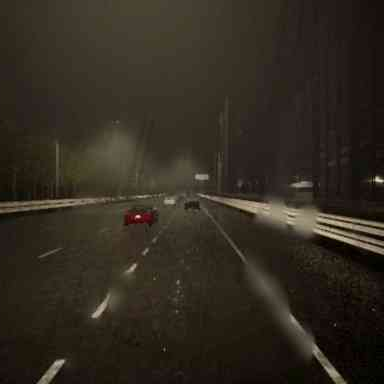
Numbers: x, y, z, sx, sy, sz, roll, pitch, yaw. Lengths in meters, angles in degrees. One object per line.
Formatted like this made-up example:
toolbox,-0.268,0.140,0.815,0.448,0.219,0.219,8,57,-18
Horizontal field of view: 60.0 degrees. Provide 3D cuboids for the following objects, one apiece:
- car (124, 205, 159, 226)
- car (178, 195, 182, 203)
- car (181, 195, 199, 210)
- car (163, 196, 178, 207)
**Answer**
car,-3.512,1.580,23.603,1.994,1.385,4.181,0,0,0
car,-3.710,1.671,72.175,2.033,1.411,5.357,0,0,0
car,0.034,1.546,44.595,2.128,1.511,4.902,0,0,0
car,-3.606,1.604,53.588,1.812,1.442,4.674,0,0,0
